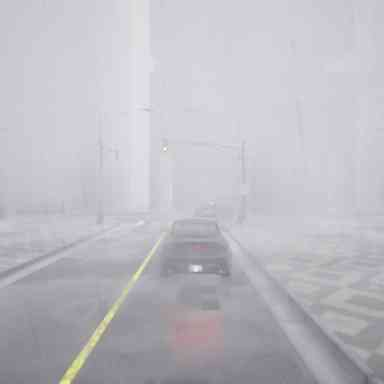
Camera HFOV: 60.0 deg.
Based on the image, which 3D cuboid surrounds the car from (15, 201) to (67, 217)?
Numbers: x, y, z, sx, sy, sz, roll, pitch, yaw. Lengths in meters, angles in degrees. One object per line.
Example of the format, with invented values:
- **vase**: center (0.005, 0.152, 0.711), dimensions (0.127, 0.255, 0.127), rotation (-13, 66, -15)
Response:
- **car**: center (-14.526, 1.611, 32.091), dimensions (4.674, 1.442, 1.812), rotation (0, -1, 0)

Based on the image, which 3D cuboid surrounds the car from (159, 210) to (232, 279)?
- **car**: center (0.089, 1.523, 10.122), dimensions (1.837, 1.490, 4.892), rotation (0, 0, 0)

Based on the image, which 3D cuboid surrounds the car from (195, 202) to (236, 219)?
- **car**: center (1.907, 1.528, 26.689), dimensions (2.128, 1.511, 4.902), rotation (-1, 0, 29)
